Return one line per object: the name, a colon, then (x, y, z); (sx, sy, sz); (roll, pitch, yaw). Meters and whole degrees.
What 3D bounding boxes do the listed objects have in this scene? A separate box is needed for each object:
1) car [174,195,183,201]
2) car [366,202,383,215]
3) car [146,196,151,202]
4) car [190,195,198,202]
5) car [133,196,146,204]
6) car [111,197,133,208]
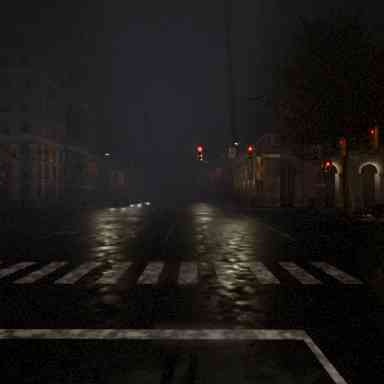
car: (-3.110, 1.449, 78.671); (2.128, 1.511, 4.902); (0, 0, 1)
car: (19.563, 1.564, 32.787); (4.181, 1.385, 1.994); (0, 0, 0)
car: (-10.186, 1.595, 72.939); (1.895, 1.301, 4.718); (0, 0, 1)
car: (0.389, 1.450, 78.626); (2.128, 1.511, 4.902); (0, 0, 1)
car: (-10.372, 1.601, 62.515); (1.895, 1.301, 4.718); (0, 0, 1)
car: (-10.462, 1.478, 48.792); (1.882, 1.535, 5.008); (0, 0, 0)
